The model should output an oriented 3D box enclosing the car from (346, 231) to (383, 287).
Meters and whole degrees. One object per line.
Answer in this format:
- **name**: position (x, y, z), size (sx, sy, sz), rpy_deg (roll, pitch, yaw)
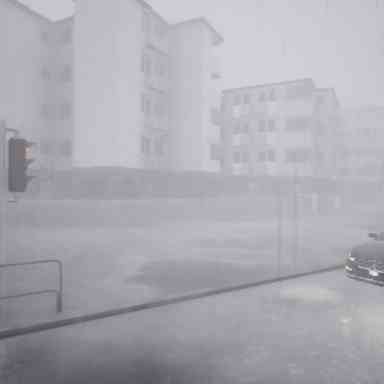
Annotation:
- **car**: position (5.858, 1.455, 8.292), size (4.892, 1.490, 1.837), rpy_deg (0, 1, -33)
